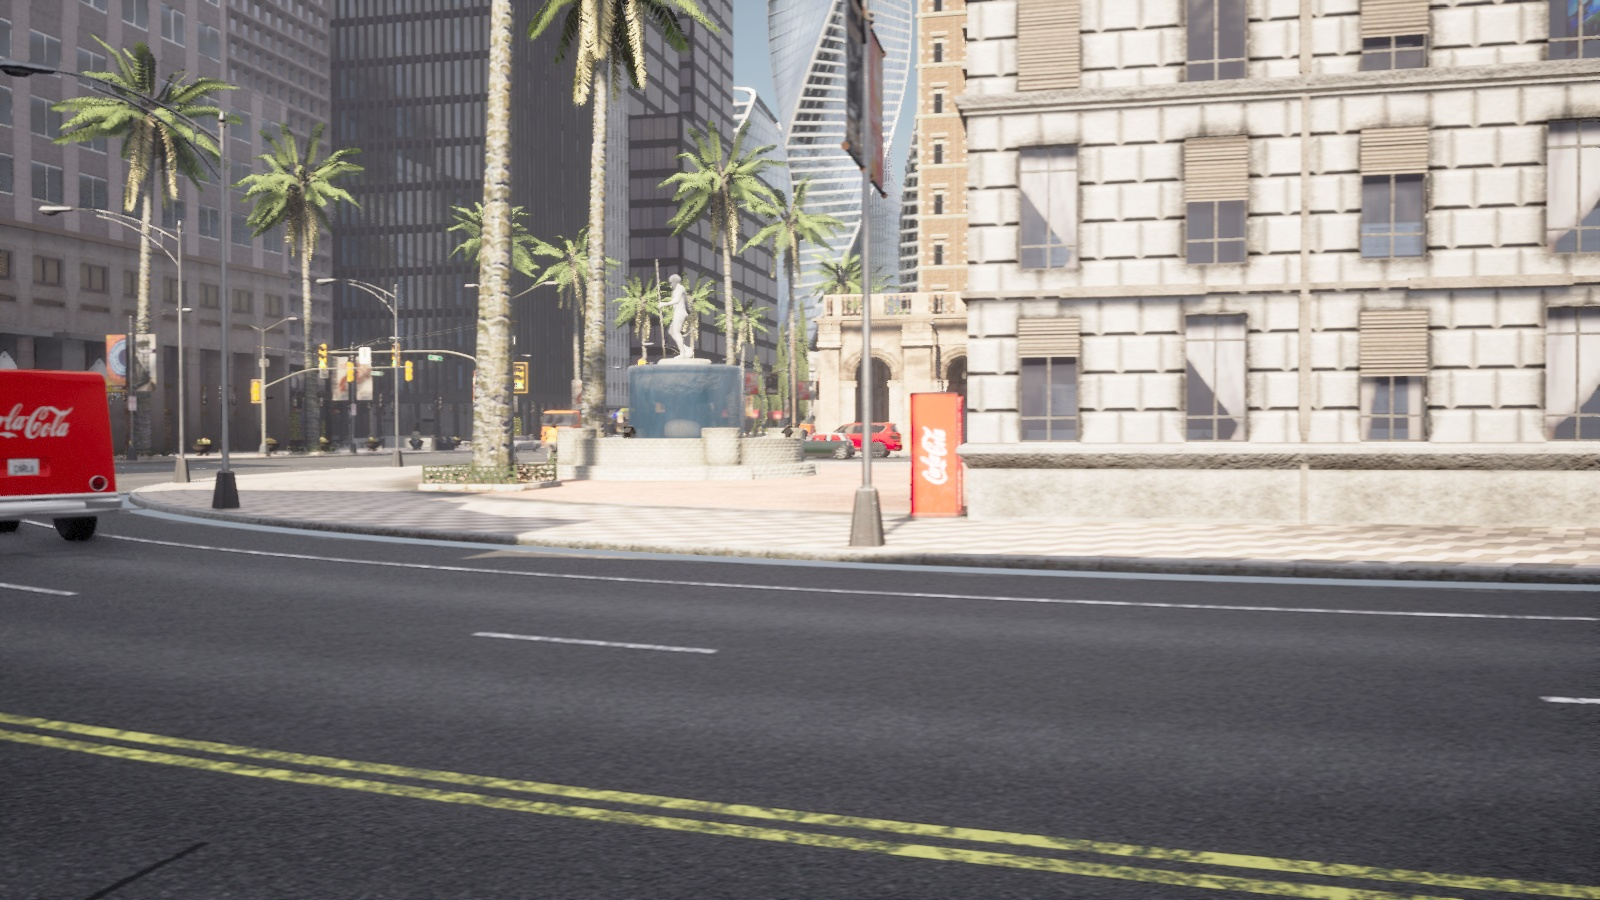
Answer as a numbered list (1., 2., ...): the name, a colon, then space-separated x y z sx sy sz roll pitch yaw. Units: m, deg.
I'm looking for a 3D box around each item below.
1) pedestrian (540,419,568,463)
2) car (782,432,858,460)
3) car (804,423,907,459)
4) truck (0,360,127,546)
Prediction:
1. pedestrian: -10.495 -0.373 53.575 0.874 1.855 0.900 0 1 12
2. car: 1.112 -0.250 68.898 3.806 1.475 1.970 0 1 13
3. car: 3.191 -0.536 72.021 5.566 2.045 2.150 0 1 13
4. truck: -12.385 0.008 18.592 5.204 2.467 2.627 1 1 42
